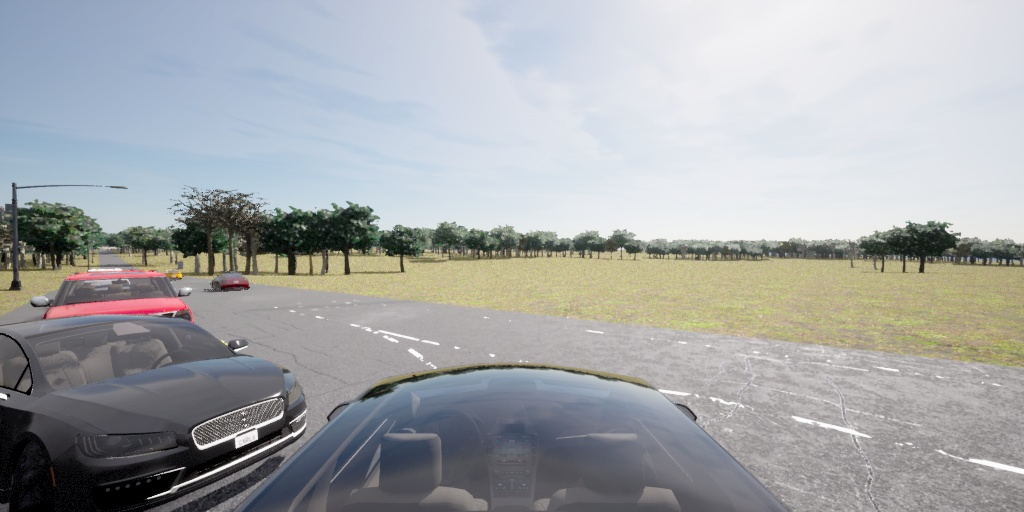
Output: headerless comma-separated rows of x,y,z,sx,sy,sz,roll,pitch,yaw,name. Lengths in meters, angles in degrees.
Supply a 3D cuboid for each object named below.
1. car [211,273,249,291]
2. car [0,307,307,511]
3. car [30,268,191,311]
-23.961,2.141,30.465,4.181,1.385,1.994,-2,0,41,car
-4.557,1.445,3.985,4.892,1.490,1.837,-3,-3,21,car
-9.463,1.384,8.636,5.566,2.045,2.150,-2,0,41,car
